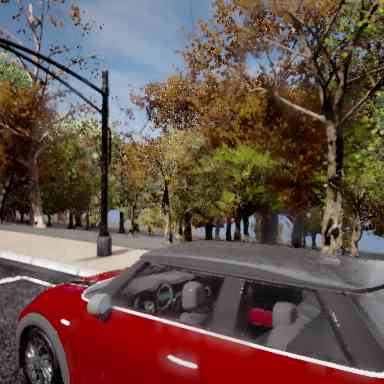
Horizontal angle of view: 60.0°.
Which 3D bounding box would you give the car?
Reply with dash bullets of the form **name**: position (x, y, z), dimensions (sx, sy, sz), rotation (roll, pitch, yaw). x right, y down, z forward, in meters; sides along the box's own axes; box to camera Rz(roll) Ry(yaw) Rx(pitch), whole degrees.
- **car**: position (0.064, 1.349, 3.639), dimensions (4.553, 1.767, 2.097), rotation (0, 0, 36)
